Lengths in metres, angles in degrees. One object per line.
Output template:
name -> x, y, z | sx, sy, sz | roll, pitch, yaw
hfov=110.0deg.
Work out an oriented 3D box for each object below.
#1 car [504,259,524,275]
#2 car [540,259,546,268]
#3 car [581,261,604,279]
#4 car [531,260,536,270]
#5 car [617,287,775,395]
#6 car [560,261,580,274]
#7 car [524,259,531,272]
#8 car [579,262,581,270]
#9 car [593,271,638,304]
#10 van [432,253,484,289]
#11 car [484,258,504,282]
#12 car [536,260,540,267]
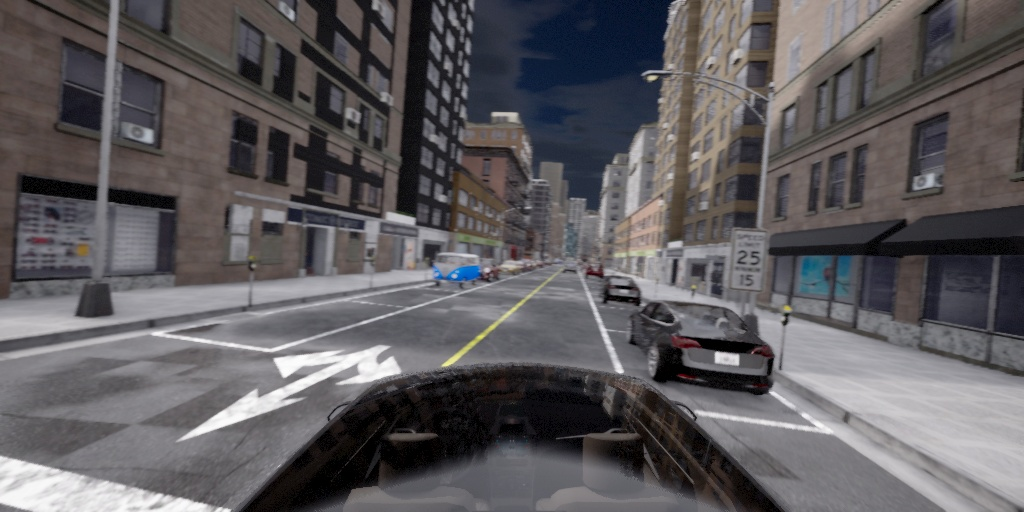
car -> -0.255, 1.063, 35.713 | 1.751, 1.417, 4.829 | 0, 0, 10
car -> 4.439, 1.350, 62.964 | 1.888, 1.381, 4.507 | 0, 0, 10
car -> 9.081, 1.592, 39.848 | 2.192, 1.841, 5.009 | 0, 0, 10
car -> 1.640, 1.079, 46.714 | 1.967, 1.591, 4.097 | 0, 0, 10
car -> 3.479, 1.567, 7.349 | 1.948, 1.339, 4.313 | 0, 0, 10
car -> 8.347, 1.712, 51.446 | 2.033, 1.411, 5.357 | 5, 0, 10
car -> 0.707, 1.169, 41.297 | 1.802, 1.307, 4.207 | 0, 0, 10
car -> 10.947, 1.933, 50.681 | 2.007, 1.370, 4.403 | 0, 0, 10
car -> 5.347, 1.654, 18.182 | 1.948, 1.339, 4.313 | 0, 0, 10
van -> -3.027, 0.739, 19.631 | 1.690, 1.789, 3.998 | 0, 0, 10
car -> -2.093, 0.883, 25.048 | 1.967, 1.591, 4.097 | 0, 0, 10
car -> 2.545, 1.218, 51.963 | 1.751, 1.417, 4.829 | 0, 0, 10
